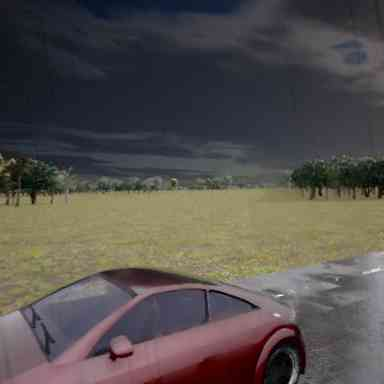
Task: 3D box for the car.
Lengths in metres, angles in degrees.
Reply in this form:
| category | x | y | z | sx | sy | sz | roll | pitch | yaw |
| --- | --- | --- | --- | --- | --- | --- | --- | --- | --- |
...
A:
| category | x | y | z | sx | sy | sz | roll | pitch | yaw |
| --- | --- | --- | --- | --- | --- | --- | --- | --- | --- |
| car | -0.718 | 1.574 | 3.481 | 4.181 | 1.385 | 1.994 | 1 | 0 | -35 |
